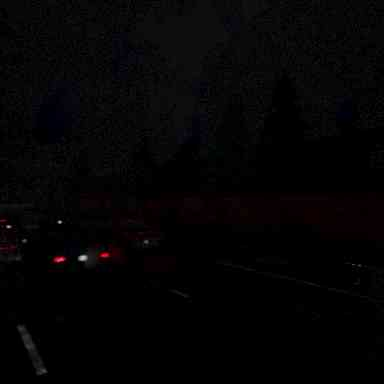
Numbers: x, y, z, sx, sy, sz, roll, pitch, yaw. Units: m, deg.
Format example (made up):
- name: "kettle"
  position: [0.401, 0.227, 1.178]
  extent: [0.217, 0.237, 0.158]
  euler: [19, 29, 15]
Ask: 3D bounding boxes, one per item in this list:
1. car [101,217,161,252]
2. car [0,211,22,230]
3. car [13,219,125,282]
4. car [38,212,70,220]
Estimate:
- name: "car"
  position: [-3.256, 1.925, 15.598]
  extent: [1.882, 1.535, 5.008]
  euler: [1, -2, -34]
- name: "car"
  position: [-14.016, 2.191, 25.013]
  extent: [1.837, 1.490, 4.892]
  euler: [1, -2, -34]
- name: "car"
  position: [-4.283, 1.855, 10.865]
  extent: [2.033, 1.411, 5.357]
  euler: [1, -2, -34]
- name: "car"
  position: [-11.257, 2.322, 27.183]
  extent: [1.994, 1.385, 4.181]
  euler: [1, -2, -34]
